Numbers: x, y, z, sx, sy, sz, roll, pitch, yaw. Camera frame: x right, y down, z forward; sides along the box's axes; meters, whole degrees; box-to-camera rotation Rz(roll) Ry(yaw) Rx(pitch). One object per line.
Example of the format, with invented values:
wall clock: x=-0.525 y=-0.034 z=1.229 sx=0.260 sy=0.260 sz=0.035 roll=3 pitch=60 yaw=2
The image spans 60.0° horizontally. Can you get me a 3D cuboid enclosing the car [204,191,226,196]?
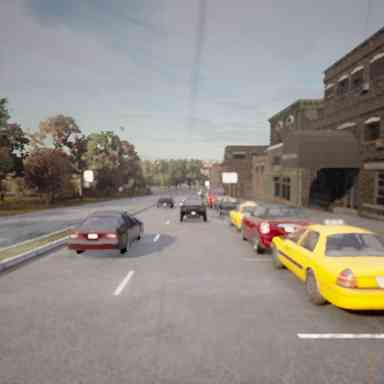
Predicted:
car: x=3.198 y=1.070 z=46.689 sx=1.946 sy=1.575 sz=5.366 roll=0 pitch=0 yaw=0

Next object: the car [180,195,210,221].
car: x=0.090 y=1.259 z=24.972 sx=1.882 sy=1.535 sz=5.008 roll=0 pitch=0 yaw=0

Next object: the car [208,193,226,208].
car: x=3.210 y=1.173 z=35.323 sx=2.231 sy=1.521 sz=4.892 roll=0 pitch=0 yaw=0

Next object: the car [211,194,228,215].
car: x=3.213 y=1.221 z=29.797 sx=2.231 sy=1.521 sz=4.892 roll=0 pitch=1 yaw=0

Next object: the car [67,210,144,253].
car: x=-3.150 y=1.433 z=13.065 sx=2.033 sy=1.411 sz=5.357 roll=0 pitch=0 yaw=0

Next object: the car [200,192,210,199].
car: x=3.169 y=0.789 z=79.521 sx=2.231 sy=1.521 sz=4.892 roll=0 pitch=0 yaw=0

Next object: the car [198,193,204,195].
car: x=0.077 y=1.185 z=41.617 sx=2.033 sy=1.411 sz=5.357 roll=0 pitch=1 yaw=0

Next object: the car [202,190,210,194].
car: x=3.193 y=0.902 z=51.996 sx=2.185 sy=1.767 sz=4.553 roll=0 pitch=0 yaw=0

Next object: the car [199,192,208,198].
car: x=3.163 y=0.721 z=90.608 sx=2.163 sy=1.488 sz=4.792 roll=0 pitch=0 yaw=0

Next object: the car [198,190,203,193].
car: x=3.174 y=0.585 z=74.028 sx=2.435 sy=2.045 sz=5.566 roll=0 pitch=0 yaw=0

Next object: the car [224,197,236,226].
car: x=3.224 y=1.311 z=18.939 sx=1.946 sy=1.575 sz=5.366 roll=0 pitch=1 yaw=0

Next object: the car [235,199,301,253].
car: x=3.226 y=1.239 z=13.196 sx=2.185 sy=1.767 sz=4.553 roll=0 pitch=0 yaw=0

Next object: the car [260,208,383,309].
car: x=3.224 y=1.407 z=7.887 sx=1.946 sy=1.575 sz=5.366 roll=0 pitch=0 yaw=0

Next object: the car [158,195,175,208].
car: x=-3.172 y=1.147 z=41.204 sx=1.837 sy=1.490 sz=4.892 roll=0 pitch=1 yaw=0
